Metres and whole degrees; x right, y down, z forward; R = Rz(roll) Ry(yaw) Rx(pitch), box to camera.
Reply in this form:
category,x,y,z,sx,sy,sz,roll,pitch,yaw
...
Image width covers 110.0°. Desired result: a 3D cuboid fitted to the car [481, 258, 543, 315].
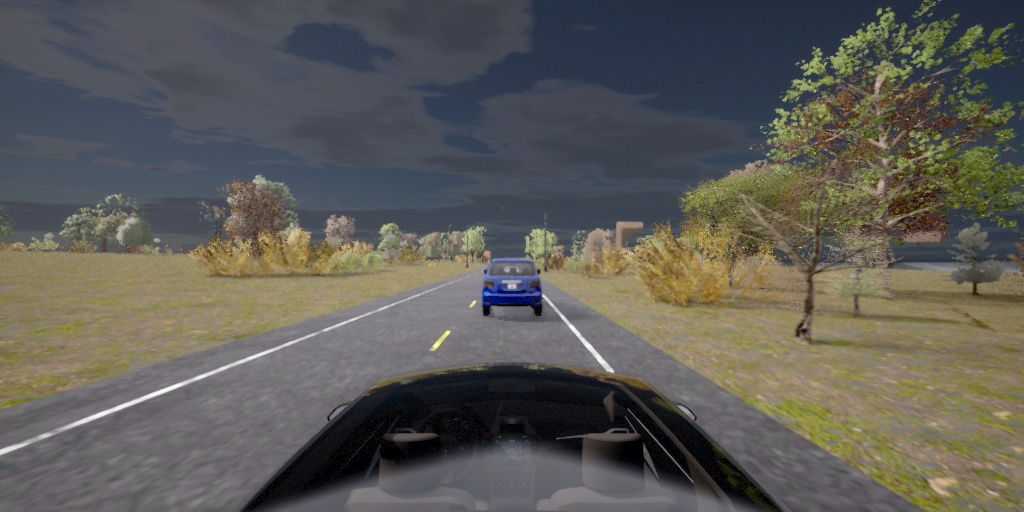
category,x,y,z,sx,sy,sz,roll,pitch,yaw
car,0.010,1.107,14.425,2.150,2.045,5.566,0,0,0
